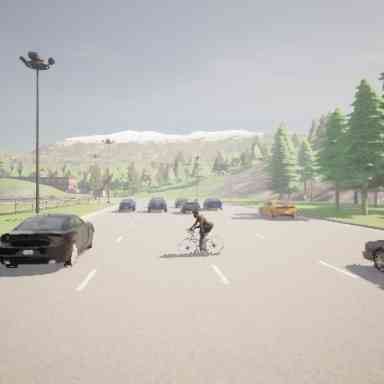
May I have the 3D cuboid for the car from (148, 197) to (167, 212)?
[{"bbox_3d":[-3.947,1.352,38.021,2.097,1.767,4.553,0,0,-6],"label":"car"}]

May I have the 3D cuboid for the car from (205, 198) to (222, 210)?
[{"bbox_3d":[2.610,1.477,42.621,1.882,1.535,5.008,0,0,-6],"label":"car"}]

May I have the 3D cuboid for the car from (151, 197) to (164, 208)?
[{"bbox_3d":[-5.002,1.526,47.902,1.812,1.442,4.674,0,0,-7],"label":"car"}]

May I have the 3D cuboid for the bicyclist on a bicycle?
[{"bbox_3d":[0.304,1.455,11.638,1.656,1.620,0.582,-2,1,-15],"label":"bicyclist on a bicycle"}]

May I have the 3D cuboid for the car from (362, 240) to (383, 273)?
[{"bbox_3d":[6.290,1.547,7.628,2.033,1.411,5.357,0,0,-6],"label":"car"}]

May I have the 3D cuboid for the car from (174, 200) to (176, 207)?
[{"bbox_3d":[-1.512,1.526,48.273,1.812,1.442,4.674,0,0,-6],"label":"car"}]

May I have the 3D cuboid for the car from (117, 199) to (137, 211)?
[{"bbox_3d":[-7.641,1.525,39.695,1.812,1.442,4.674,0,0,-6],"label":"car"}]

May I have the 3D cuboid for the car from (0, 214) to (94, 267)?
[{"bbox_3d":[-4.673,1.477,11.462,1.882,1.535,5.008,0,0,-6],"label":"car"}]

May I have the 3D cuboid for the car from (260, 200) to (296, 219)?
[{"bbox_3d":[7.503,1.477,29.597,1.882,1.535,5.008,0,0,-6],"label":"car"}]

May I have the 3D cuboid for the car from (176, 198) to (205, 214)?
[{"bbox_3d":[-0.218,1.491,36.055,2.128,1.511,4.902,0,0,-6],"label":"car"}]
